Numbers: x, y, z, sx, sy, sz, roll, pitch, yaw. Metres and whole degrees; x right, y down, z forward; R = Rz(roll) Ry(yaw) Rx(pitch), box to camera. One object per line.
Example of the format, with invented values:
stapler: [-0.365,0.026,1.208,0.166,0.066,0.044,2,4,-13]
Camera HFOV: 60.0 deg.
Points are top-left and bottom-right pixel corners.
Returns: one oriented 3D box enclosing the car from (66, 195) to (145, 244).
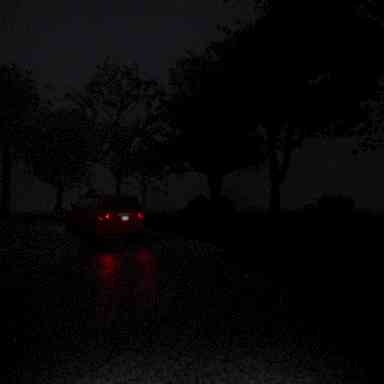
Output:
car: [-4.172,1.132,15.556,2.150,2.045,5.566,1,0,-34]
